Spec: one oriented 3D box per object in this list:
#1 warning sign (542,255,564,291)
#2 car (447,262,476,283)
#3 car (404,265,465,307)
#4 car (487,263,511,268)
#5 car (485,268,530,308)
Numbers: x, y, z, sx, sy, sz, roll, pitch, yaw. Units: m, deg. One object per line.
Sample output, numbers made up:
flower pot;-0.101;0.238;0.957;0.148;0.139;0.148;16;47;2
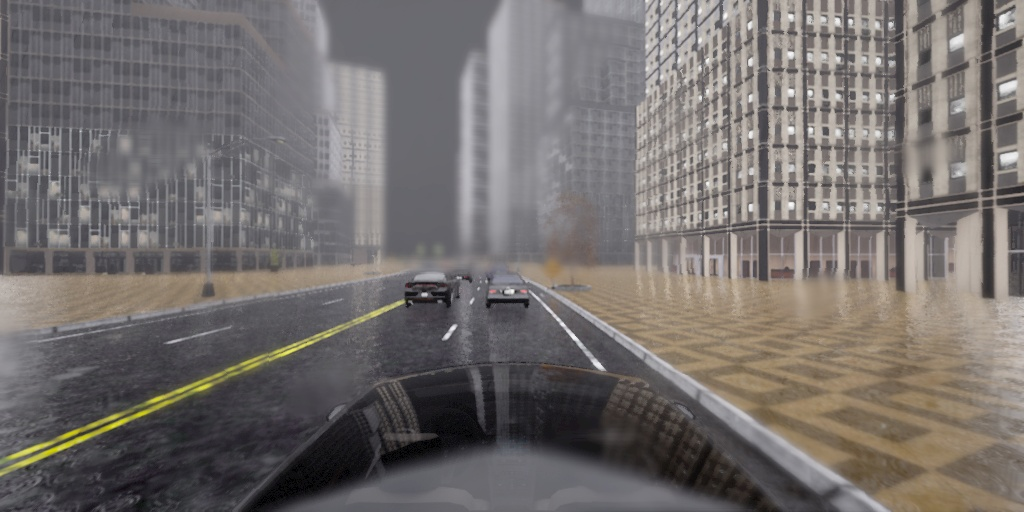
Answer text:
warning sign;2.413;1.047;20.928;1.300;1.860;1.060;0;0;-3
car;-4.355;1.539;31.340;1.837;1.490;4.892;0;0;-4
car;-3.496;1.369;16.472;1.882;1.535;5.008;0;0;-2
car;-1.098;1.380;31.367;2.097;1.767;4.553;0;-1;-4
car;-0.234;1.434;16.103;2.033;1.411;5.357;0;-1;-2
